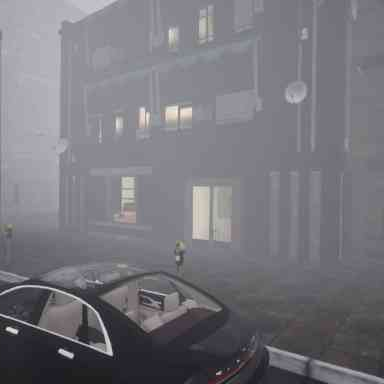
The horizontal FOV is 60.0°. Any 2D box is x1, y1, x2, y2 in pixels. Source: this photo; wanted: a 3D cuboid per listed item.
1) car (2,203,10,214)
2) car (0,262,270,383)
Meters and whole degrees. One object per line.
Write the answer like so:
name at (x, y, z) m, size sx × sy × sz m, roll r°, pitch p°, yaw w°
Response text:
car at (-21.549, 1.623, 34.887) m, size 2.008 × 1.369 × 4.403 m, roll 1°, pitch 0°, yaw 36°
car at (-1.306, 1.550, 3.943) m, size 4.403 × 1.369 × 2.008 m, roll 0°, pitch 1°, yaw 35°
